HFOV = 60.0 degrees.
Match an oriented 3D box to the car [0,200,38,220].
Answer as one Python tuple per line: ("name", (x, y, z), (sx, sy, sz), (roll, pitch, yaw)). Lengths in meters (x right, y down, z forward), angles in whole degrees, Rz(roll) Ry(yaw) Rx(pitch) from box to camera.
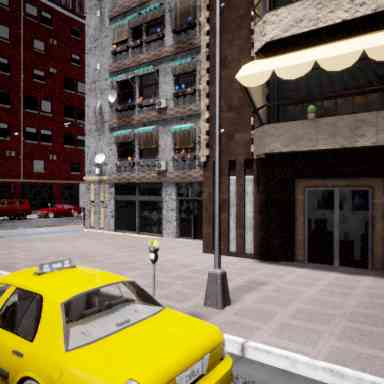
("car", (-16.838, 1.590, 29.453), (2.192, 1.841, 5.009), (-1, -2, 35))

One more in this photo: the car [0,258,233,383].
("car", (-1.874, 1.525, 4.199), (4.829, 1.417, 1.752), (0, 0, 35))

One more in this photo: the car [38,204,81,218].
("car", (-13.556, 1.922, 34.101), (1.887, 1.381, 4.507), (-1, -2, 35))
